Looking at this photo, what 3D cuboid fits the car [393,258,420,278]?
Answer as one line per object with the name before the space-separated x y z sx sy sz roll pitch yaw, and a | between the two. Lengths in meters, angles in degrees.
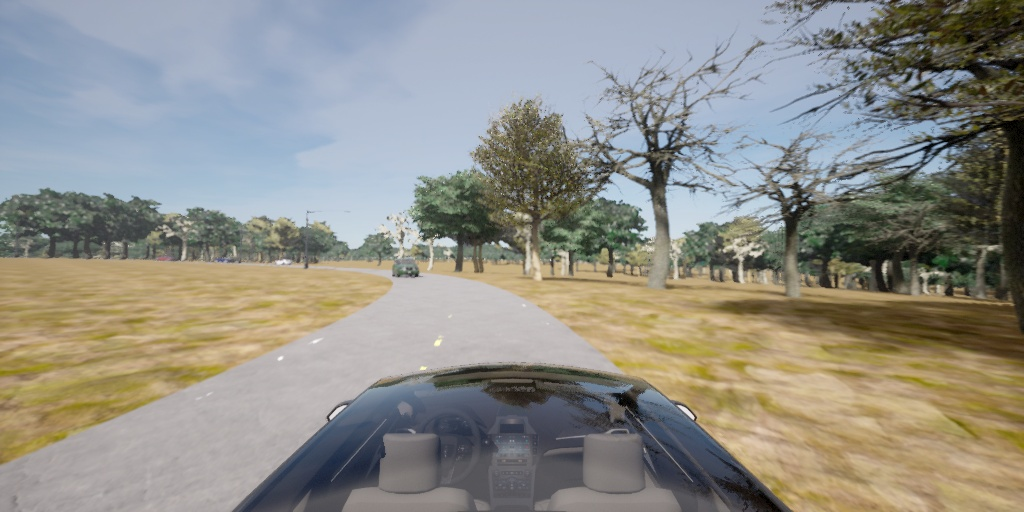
car | -11.328 1.257 38.118 2.150 2.045 5.566 0 0 -25
